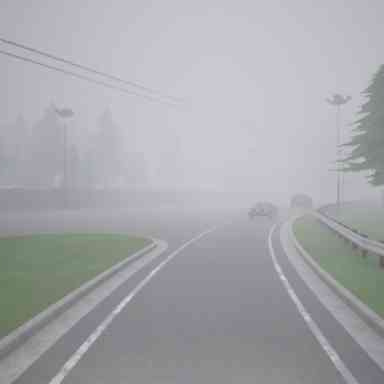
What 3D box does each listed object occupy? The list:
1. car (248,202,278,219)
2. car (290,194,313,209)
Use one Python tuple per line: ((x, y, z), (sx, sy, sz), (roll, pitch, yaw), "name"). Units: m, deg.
((6.351, 1.565, 29.261), (2.033, 1.411, 5.357), (0, 0, 23), "car")
((15.376, 1.266, 46.582), (2.150, 2.045, 5.566), (0, 0, 30), "car")
